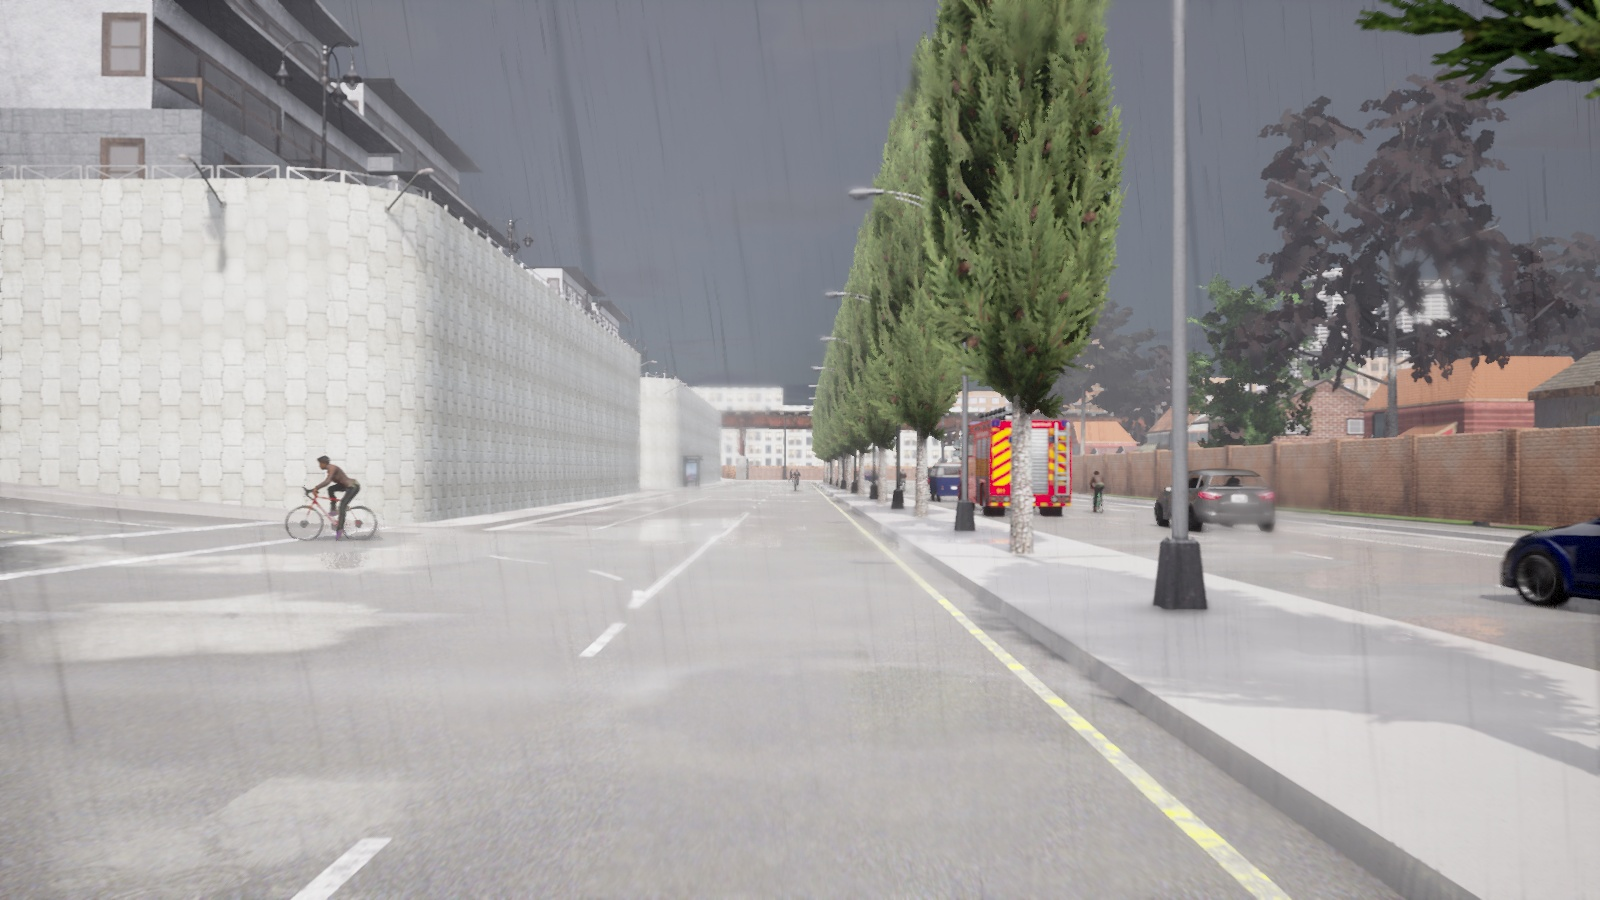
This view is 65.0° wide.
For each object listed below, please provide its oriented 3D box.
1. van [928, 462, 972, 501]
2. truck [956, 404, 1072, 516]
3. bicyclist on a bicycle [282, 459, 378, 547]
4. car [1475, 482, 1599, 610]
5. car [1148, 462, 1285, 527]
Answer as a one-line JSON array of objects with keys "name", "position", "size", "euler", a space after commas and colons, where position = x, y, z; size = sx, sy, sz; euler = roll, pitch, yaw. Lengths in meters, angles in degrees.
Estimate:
[{"name": "van", "position": [7.839, 1.640, 65.971], "size": [1.775, 1.987, 4.442], "euler": [0, -1, 0]}, {"name": "truck", "position": [7.880, 0.412, 47.397], "size": [2.891, 3.827, 8.468], "euler": [0, -1, 0]}, {"name": "bicyclist on a bicycle", "position": [-8.907, 1.002, 23.816], "size": [1.656, 1.620, 0.582], "euler": [1, -3, -21]}, {"name": "car", "position": [9.875, 1.070, 13.799], "size": [1.994, 1.385, 4.181], "euler": [0, -1, -15]}, {"name": "car", "position": [11.415, 1.196, 34.817], "size": [2.242, 1.667, 4.611], "euler": [0, -1, 0]}]
